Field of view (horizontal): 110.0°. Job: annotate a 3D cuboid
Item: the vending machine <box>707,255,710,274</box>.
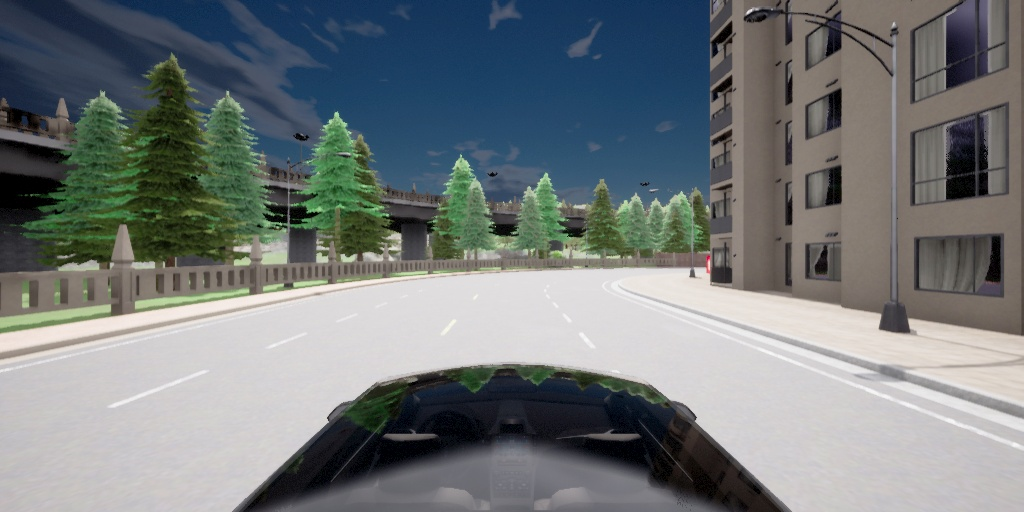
[{"bbox_3d":[20.826,0.928,37.021,0.880,2.100,1.100,0,0,-25],"label":"vending machine"}]
